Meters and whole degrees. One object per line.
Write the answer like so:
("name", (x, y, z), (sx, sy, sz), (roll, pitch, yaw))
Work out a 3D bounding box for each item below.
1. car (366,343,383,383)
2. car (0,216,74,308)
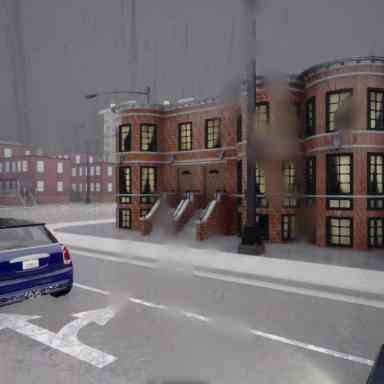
("car", (3.657, 1.547, 1.379), (5.357, 1.411, 2.033), (0, 0, 36))
("car", (-4.716, 1.352, 7.355), (4.553, 1.767, 2.097), (0, 0, 35))
